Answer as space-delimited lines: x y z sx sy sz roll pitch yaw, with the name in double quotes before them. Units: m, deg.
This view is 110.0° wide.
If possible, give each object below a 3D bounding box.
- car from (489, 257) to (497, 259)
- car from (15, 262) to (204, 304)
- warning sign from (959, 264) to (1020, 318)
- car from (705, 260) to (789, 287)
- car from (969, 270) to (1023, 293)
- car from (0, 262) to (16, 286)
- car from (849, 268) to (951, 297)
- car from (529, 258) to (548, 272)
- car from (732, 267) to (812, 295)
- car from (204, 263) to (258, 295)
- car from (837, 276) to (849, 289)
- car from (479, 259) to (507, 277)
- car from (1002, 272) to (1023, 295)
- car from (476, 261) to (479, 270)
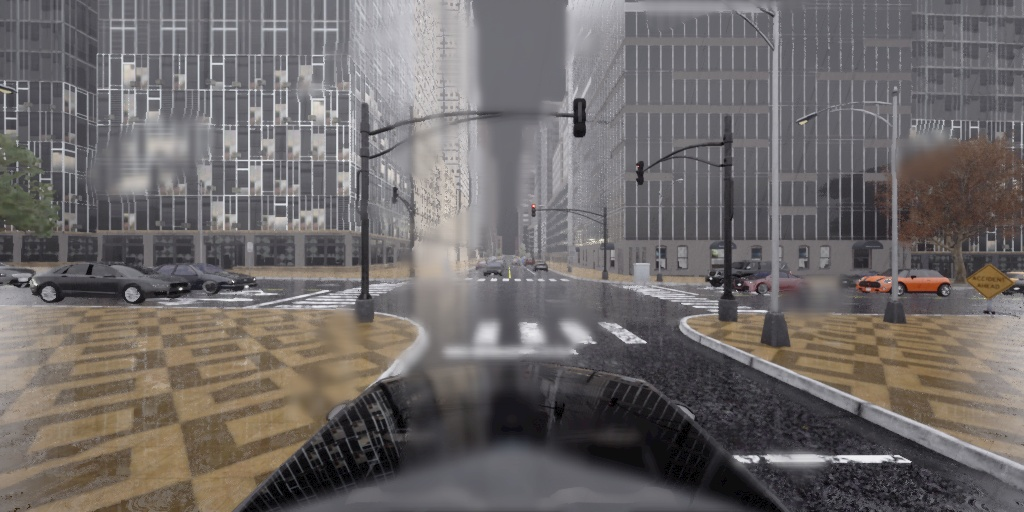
"car" -1.798 1.269 47.530 1.837 1.490 4.892 0 0 -1
"car" -15.426 0.998 13.984 4.892 1.490 1.837 1 0 -3
"warning sign" 17.214 1.204 12.935 1.060 1.860 1.300 0 0 -3
"car" 16.903 1.303 25.635 5.566 2.045 2.150 1 0 -3
"car" 37.685 1.931 26.708 5.008 1.535 1.882 1 0 -3
"car" -25.372 0.802 16.723 4.902 1.511 2.128 1 0 -3
"car" 24.784 1.575 22.790 4.553 1.767 2.097 1 0 -3
"car" 3.670 1.329 46.659 1.948 1.339 4.313 0 0 -1
"car" 16.090 1.631 22.339 4.181 1.385 1.994 1 0 -3
"car" -15.438 1.040 17.272 5.357 1.411 2.033 1 0 0
"car" 26.292 1.813 26.127 4.181 1.385 1.994 1 0 -3
"car" -1.749 1.315 35.799 2.033 1.411 5.357 0 0 2
"car" 34.655 1.964 23.300 4.181 1.385 1.994 1 0 -3
"car" -4.315 1.342 52.105 1.802 1.307 4.207 0 0 -1
